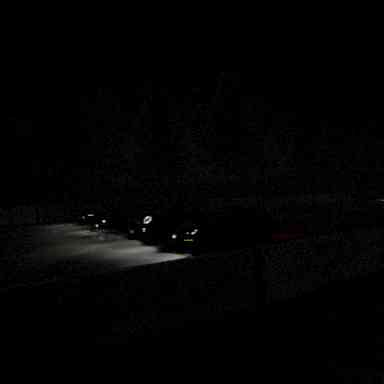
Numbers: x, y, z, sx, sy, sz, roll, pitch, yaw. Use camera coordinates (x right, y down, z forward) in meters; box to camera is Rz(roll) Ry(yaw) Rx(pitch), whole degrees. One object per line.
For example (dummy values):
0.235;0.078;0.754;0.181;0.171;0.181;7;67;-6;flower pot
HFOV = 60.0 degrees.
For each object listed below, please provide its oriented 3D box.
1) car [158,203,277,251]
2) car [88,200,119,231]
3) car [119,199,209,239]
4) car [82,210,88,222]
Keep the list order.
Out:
1.332;1.333;13.473;4.892;1.490;1.837;-1;1;-35;car
-2.847;1.351;19.093;5.357;1.411;2.033;-1;1;-35;car
-0.860;1.170;16.209;4.553;1.767;2.097;-1;1;-35;car
-4.749;1.292;22.033;4.892;1.490;1.837;-1;1;-35;car
